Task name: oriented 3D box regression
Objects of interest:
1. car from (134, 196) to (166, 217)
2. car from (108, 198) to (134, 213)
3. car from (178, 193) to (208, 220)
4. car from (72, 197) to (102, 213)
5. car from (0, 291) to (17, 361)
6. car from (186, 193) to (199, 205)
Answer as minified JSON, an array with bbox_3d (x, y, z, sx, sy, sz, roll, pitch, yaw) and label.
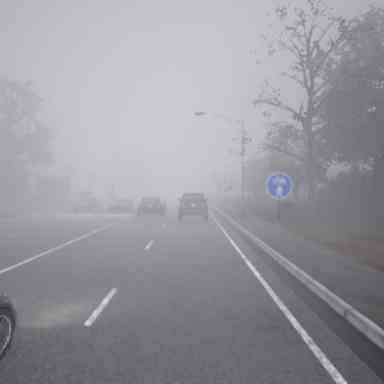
[{"bbox_3d":[-3.406,1.156,28.944,2.097,1.767,4.553,0,1,0],"label":"car"},{"bbox_3d":[-7.003,1.308,33.772,2.033,1.411,5.357,0,1,0],"label":"car"},{"bbox_3d":[0.094,1.053,26.105,2.150,2.045,5.566,0,1,0],"label":"car"},{"bbox_3d":[-10.505,1.278,33.663,1.837,1.490,4.892,0,0,0],"label":"car"},{"bbox_3d":[-3.401,1.514,2.803,1.812,1.442,4.674,0,0,0],"label":"car"},{"bbox_3d":[0.039,1.043,48.477,1.882,1.535,5.008,0,1,0],"label":"car"}]
